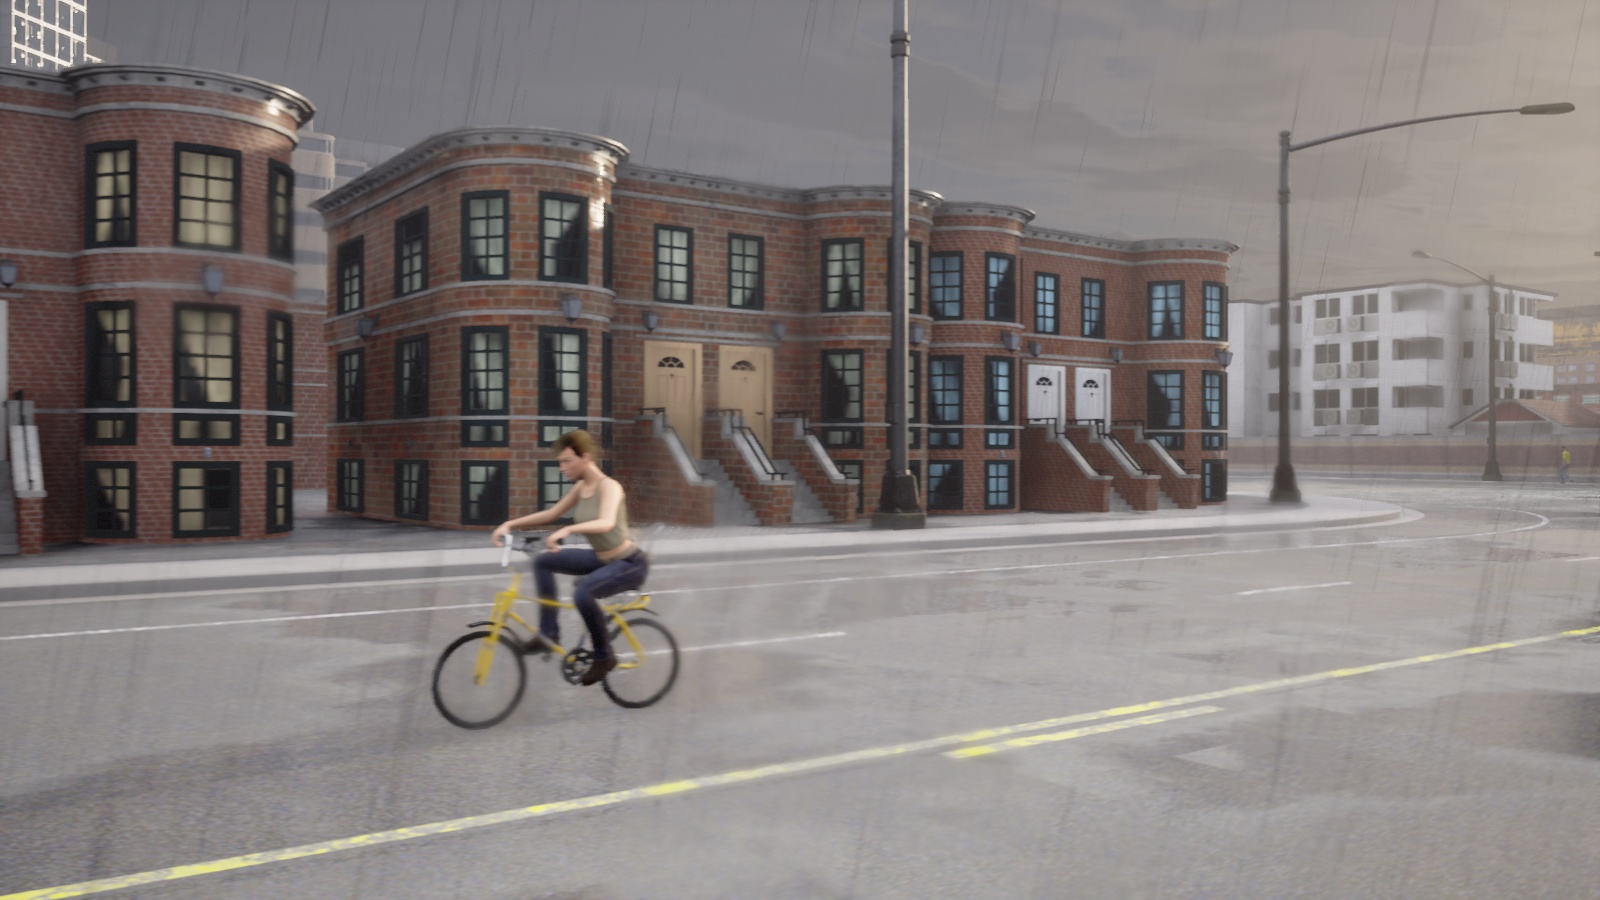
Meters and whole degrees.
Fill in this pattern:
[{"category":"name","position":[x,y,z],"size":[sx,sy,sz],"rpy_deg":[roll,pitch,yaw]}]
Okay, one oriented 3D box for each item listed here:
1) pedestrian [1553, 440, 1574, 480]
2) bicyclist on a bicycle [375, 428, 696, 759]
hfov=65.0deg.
[{"category":"pedestrian","position":[35.192,0.467,57.885],"size":[0.354,1.836,0.706],"rpy_deg":[0,0,-27]},{"category":"bicyclist on a bicycle","position":[-1.446,0.701,6.918],"size":[1.509,1.612,0.866],"rpy_deg":[0,0,-35]}]
